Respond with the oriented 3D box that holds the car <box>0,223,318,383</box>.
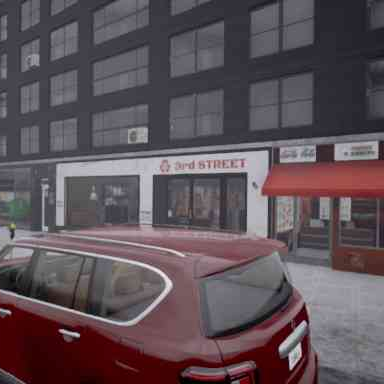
[{"bbox_3d":[-1.166,1.314,3.897,5.009,1.841,2.192,0,1,35],"label":"car"}]
